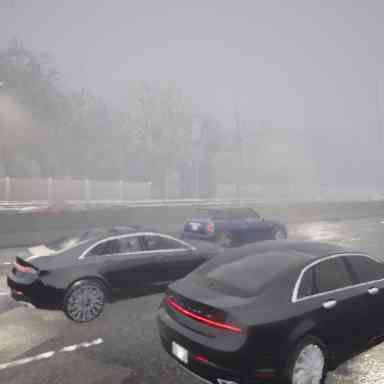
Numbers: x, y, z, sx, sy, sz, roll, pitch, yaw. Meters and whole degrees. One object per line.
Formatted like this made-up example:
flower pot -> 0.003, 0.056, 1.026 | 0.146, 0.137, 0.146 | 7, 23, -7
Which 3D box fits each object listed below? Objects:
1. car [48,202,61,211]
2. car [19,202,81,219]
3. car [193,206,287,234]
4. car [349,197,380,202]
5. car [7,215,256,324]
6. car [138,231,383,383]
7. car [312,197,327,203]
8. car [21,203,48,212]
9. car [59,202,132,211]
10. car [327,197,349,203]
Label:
car -> -7.379, 1.554, 24.525 | 5.357, 1.411, 2.033 | 0, 0, -36
car -> -12.511, 1.608, 29.461 | 4.718, 1.301, 1.895 | 0, 0, -35
car -> 1.844, 1.357, 13.660 | 4.553, 1.767, 2.097 | 0, 0, -36
car -> 25.221, 1.538, 47.738 | 4.902, 1.511, 2.128 | 0, 0, -35
car -> -1.188, 1.493, 7.198 | 4.902, 1.511, 2.128 | 0, 0, -36
car -> 1.843, 1.507, 5.059 | 4.892, 1.490, 1.837 | 0, 0, -36
car -> 21.375, 1.526, 53.569 | 5.008, 1.535, 1.882 | 0, 0, -35
car -> -10.829, 1.532, 26.361 | 4.674, 1.442, 1.812 | 0, 0, -35
car -> -5.429, 1.554, 21.617 | 5.357, 1.411, 2.033 | 0, 0, -36
car -> 23.369, 1.539, 50.698 | 4.902, 1.511, 2.128 | 0, 0, -35
